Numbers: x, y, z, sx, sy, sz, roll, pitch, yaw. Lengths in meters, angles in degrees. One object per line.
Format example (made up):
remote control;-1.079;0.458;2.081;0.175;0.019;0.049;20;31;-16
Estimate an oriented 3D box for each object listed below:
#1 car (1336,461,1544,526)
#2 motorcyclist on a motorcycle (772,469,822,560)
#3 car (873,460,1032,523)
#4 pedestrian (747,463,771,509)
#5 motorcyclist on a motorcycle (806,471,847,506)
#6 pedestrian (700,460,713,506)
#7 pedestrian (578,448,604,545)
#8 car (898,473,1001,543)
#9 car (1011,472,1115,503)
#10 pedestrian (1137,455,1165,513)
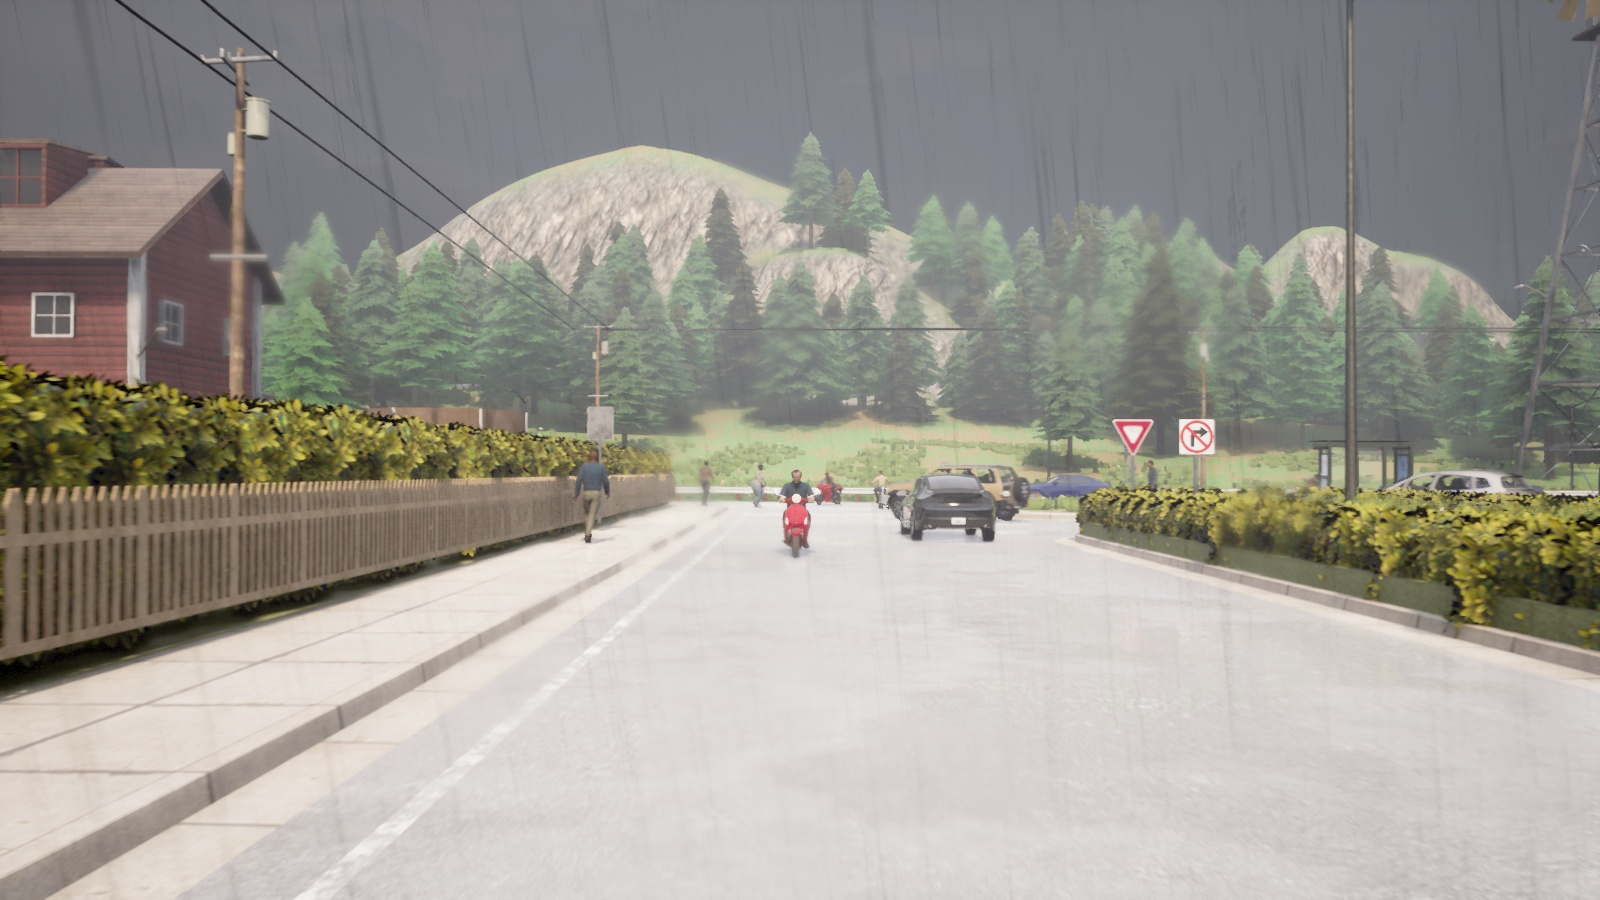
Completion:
car;17.669;1.172;34.867;2.242;1.667;4.611;1;-1;-35
motorcyclist on a motorcycle;-0.055;1.152;22.919;0.866;1.590;1.817;0;-1;0
car;4.815;1.278;39.819;4.605;1.855;1.932;-1;0;35
pedestrian;-1.691;1.473;51.714;0.900;1.855;0.874;0;-1;2
motorcyclist on a motorcycle;1.217;1.740;56.629;0.797;1.523;2.044;2;0;36
pedestrian;-3.711;1.319;49.852;0.328;1.805;0.869;0;-1;8
pedestrian;-4.036;0.893;24.282;0.370;1.835;0.726;0;-1;0
car;3.429;1.302;29.641;1.837;1.490;4.892;0;-1;0
car;12.658;1.804;60.608;4.674;1.442;1.812;0;-1;0
pedestrian;11.759;1.134;42.027;0.788;1.949;0.423;0;-1;-4
